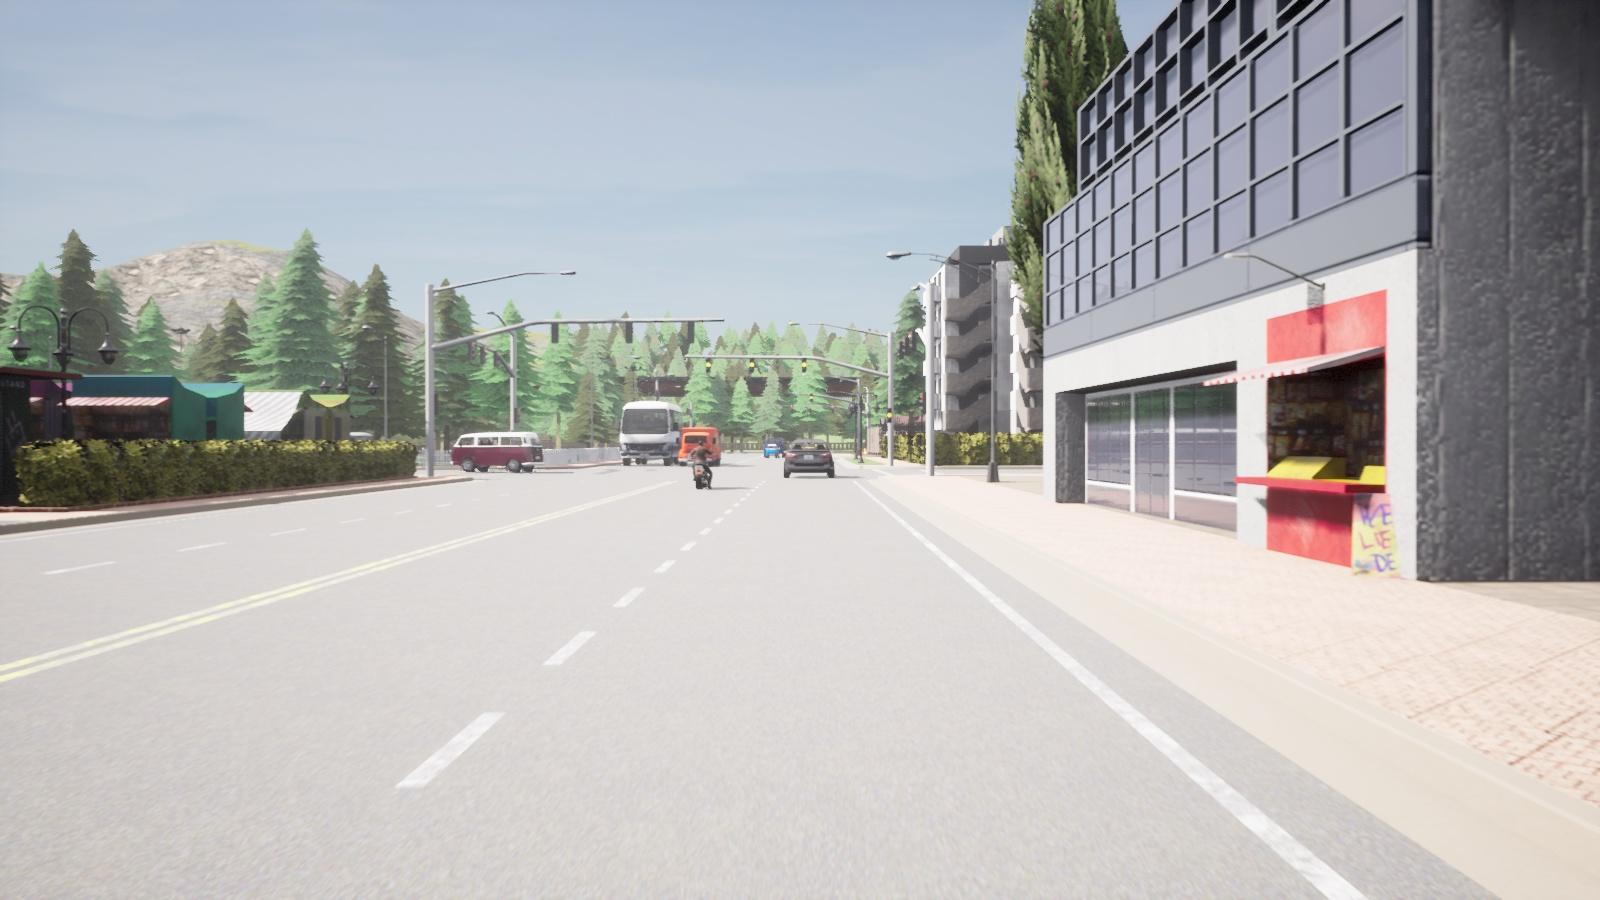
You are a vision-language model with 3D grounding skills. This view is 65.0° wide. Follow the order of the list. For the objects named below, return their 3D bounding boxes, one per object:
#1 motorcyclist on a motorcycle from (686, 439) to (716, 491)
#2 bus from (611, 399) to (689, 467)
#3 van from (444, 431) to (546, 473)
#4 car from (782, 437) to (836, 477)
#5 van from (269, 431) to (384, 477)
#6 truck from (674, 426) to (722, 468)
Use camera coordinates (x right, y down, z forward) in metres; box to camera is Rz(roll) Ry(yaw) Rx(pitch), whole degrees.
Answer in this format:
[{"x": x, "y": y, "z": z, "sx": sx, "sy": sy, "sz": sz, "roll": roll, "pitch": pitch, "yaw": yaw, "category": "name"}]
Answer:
[{"x": -3.210, "y": 0.464, "z": 40.822, "sx": 0.766, "sy": 1.649, "sz": 2.350, "roll": 0, "pitch": 0, "yaw": 0, "category": "motorcyclist on a motorcycle"}, {"x": -9.915, "y": -1.114, "z": 84.464, "sx": 3.944, "sy": 4.253, "sz": 10.273, "roll": 0, "pitch": 0, "yaw": 0, "category": "bus"}, {"x": -15.228, "y": 0.103, "z": 62.803, "sx": 4.480, "sy": 2.038, "sz": 2.069, "roll": 0, "pitch": 0, "yaw": 11, "category": "van"}, {"x": 0.387, "y": 0.280, "z": 55.111, "sx": 2.242, "sy": 1.667, "sz": 4.611, "roll": 0, "pitch": 0, "yaw": 0, "category": "car"}, {"x": -21.057, "y": 0.167, "z": 55.991, "sx": 4.442, "sy": 1.987, "sz": 1.775, "roll": 0, "pitch": 0, "yaw": -1, "category": "van"}, {"x": -6.446, "y": -0.224, "z": 79.953, "sx": 2.627, "sy": 2.467, "sz": 5.204, "roll": 0, "pitch": 2, "yaw": 0, "category": "truck"}]
